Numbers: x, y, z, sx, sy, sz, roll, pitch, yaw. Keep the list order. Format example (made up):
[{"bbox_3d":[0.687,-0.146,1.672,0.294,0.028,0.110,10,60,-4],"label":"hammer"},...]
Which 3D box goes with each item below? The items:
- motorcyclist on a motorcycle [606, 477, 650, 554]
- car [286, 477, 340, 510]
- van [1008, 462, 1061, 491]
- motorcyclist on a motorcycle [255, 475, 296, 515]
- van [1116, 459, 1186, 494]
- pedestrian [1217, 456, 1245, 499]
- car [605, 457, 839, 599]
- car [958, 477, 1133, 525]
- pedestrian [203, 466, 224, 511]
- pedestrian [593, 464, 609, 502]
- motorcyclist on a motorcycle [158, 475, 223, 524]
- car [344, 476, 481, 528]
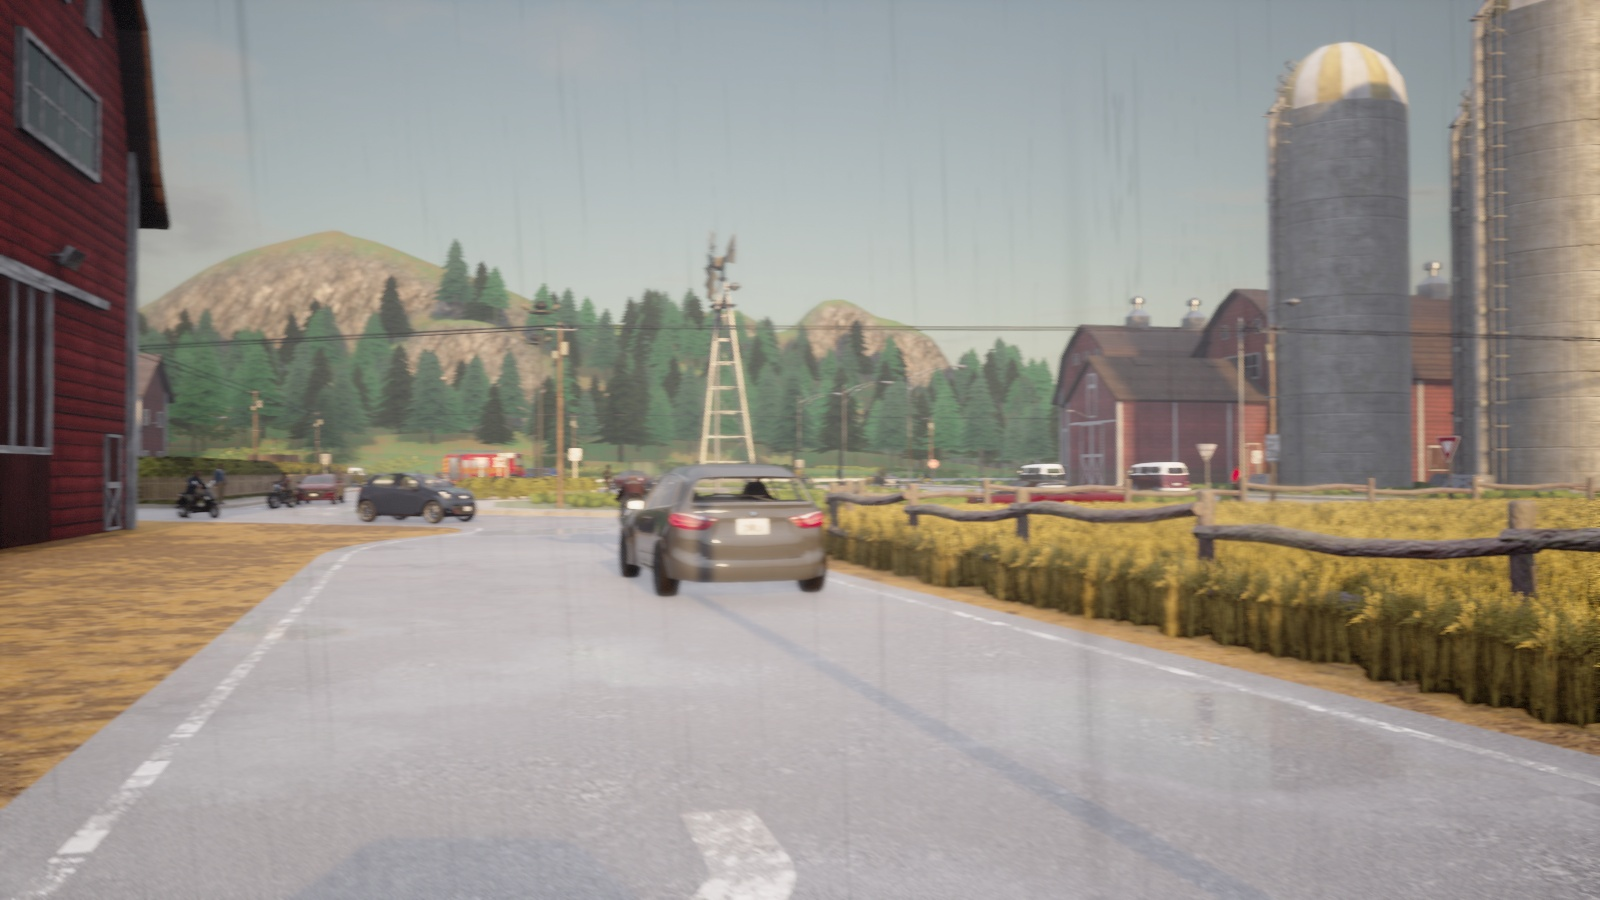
[{"bbox_3d":[-3.618,1.338,26.338,0.866,1.530,2.191,0,-1,-9],"label":"motorcyclist on a motorcycle"},{"bbox_3d":[-24.084,2.111,62.253,1.882,1.535,5.008,0,-1,-14],"label":"car"},{"bbox_3d":[17.000,1.914,91.172,2.069,2.038,4.480,0,-1,-15],"label":"van"},{"bbox_3d":[-22.824,1.940,54.662,0.766,1.649,2.350,-1,-1,1],"label":"motorcyclist on a motorcycle"},{"bbox_3d":[21.060,1.604,75.532,2.069,2.038,4.480,0,-1,-15],"label":"van"},{"bbox_3d":[18.561,1.196,54.101,0.634,1.844,0.899,0,-1,-32],"label":"pedestrian"},{"bbox_3d":[-1.261,0.971,17.442,2.242,1.667,4.611,0,-1,-17],"label":"car"},{"bbox_3d":[7.262,1.474,37.256,4.718,1.301,1.895,0,-1,-14],"label":"car"},{"bbox_3d":[-25.709,1.680,55.063,0.788,1.949,0.423,-1,-1,27],"label":"pedestrian"},{"bbox_3d":[-10.253,1.684,64.746,0.692,1.930,0.395,0,-1,-44],"label":"pedestrian"},{"bbox_3d":[-20.017,1.610,41.232,1.817,1.590,0.866,-1,-1,18],"label":"motorcyclist on a motorcycle"},{"bbox_3d":[-11.743,1.561,38.054,3.633,1.501,1.845,-1,-1,23],"label":"car"}]
